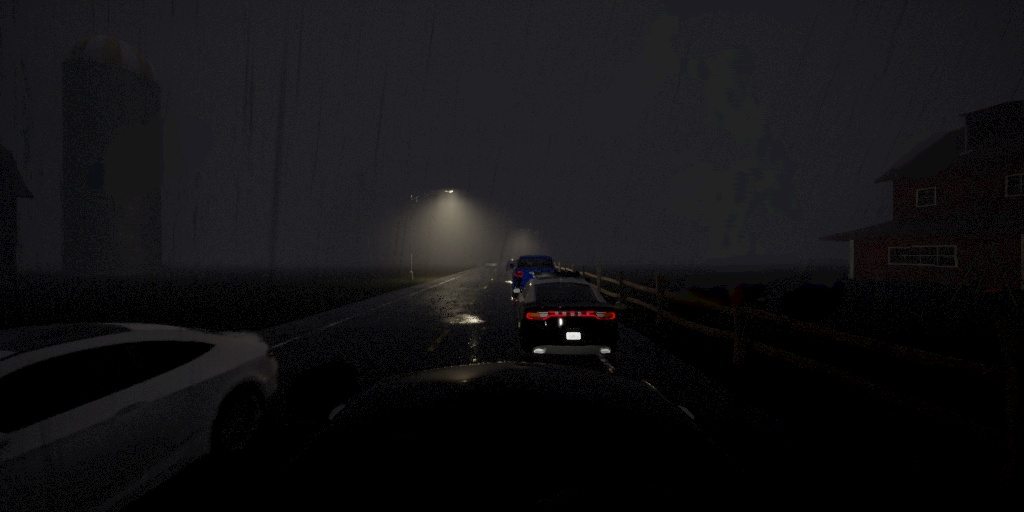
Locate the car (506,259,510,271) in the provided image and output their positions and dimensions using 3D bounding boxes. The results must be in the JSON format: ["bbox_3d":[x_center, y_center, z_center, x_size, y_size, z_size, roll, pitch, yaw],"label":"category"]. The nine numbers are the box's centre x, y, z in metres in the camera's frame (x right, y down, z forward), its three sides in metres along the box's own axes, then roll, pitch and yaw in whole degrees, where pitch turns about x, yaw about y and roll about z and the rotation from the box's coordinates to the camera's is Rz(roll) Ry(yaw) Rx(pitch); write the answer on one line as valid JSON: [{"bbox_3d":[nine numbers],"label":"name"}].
[{"bbox_3d":[0.153,1.271,50.385,1.882,1.535,5.008,0,0,1],"label":"car"}]

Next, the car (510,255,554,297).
[{"bbox_3d":[1.088,0.978,18.693,2.150,2.045,5.566,0,0,0],"label":"car"}]

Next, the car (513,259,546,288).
[{"bbox_3d":[1.098,1.109,24.633,2.097,1.767,4.553,0,0,0],"label":"car"}]

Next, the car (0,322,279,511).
[{"bbox_3d":[-3.596,1.275,2.310,1.812,1.442,4.674,0,0,0],"label":"car"}]

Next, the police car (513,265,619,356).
[{"bbox_3d":[1.067,1.175,8.771,1.930,1.638,5.238,0,0,0],"label":"police car"}]

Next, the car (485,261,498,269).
[{"bbox_3d":[-3.380,1.413,59.221,1.895,1.301,4.718,0,0,0],"label":"car"}]
